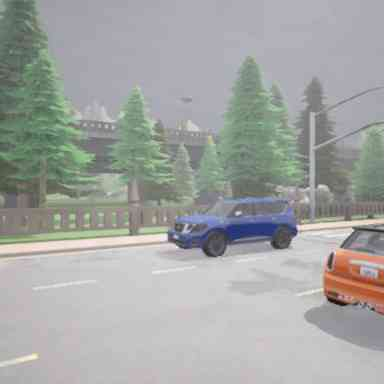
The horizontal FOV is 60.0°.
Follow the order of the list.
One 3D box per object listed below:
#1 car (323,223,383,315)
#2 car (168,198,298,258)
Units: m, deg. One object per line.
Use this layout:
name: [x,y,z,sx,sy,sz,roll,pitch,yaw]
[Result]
car: [4.817,1.398,6.770,4.553,1.767,2.097,1,0,-32]
car: [1.785,1.271,13.347,5.566,2.045,2.150,0,0,-32]
